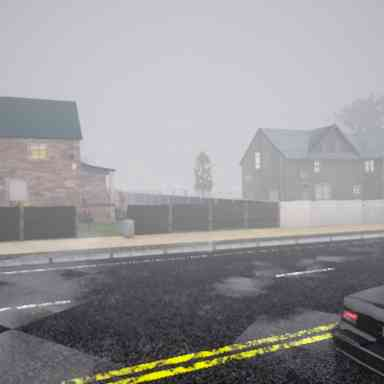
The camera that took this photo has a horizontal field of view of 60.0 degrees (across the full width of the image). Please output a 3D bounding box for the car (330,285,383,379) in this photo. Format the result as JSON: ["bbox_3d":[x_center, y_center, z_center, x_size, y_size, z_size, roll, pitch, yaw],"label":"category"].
[{"bbox_3d":[4.415,1.552,4.460,5.357,1.411,2.033,0,0,-24],"label":"car"}]
